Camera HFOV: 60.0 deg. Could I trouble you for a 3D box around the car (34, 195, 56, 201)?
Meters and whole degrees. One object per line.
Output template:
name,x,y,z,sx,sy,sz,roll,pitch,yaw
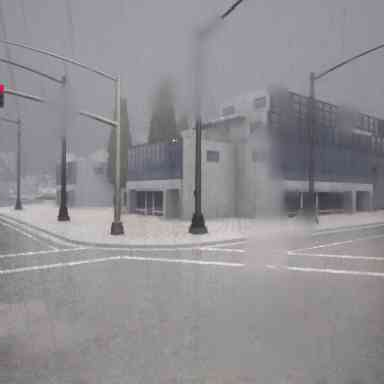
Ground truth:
car,-36.464,1.459,82.926,5.357,1.411,2.033,0,0,2
